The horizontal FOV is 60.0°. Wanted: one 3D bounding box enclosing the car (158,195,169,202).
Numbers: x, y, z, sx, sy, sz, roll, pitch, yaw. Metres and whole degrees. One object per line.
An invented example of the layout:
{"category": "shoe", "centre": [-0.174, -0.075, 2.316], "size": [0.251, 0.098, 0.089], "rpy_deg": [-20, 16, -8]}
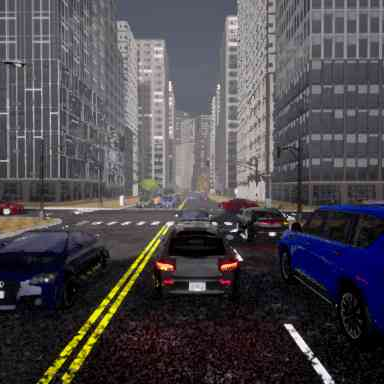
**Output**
{"category": "car", "centre": [-6.571, 1.467, 76.450], "size": [2.033, 1.411, 5.357], "rpy_deg": [0, 0, 0]}

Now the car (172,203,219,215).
{"category": "car", "centre": [0.086, 1.537, 17.514], "size": [2.033, 1.411, 5.357], "rpy_deg": [0, 0, 0]}

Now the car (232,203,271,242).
{"category": "car", "centre": [3.336, 1.495, 16.243], "size": [1.837, 1.490, 4.892], "rpy_deg": [0, 0, 0]}

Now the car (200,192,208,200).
{"category": "car", "centre": [3.168, 0.963, 89.589], "size": [2.150, 2.045, 5.566], "rpy_deg": [0, 0, 0]}

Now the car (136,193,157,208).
{"category": "car", "centre": [-6.671, 1.316, 47.803], "size": [2.097, 1.767, 4.553], "rpy_deg": [0, 0, 1]}

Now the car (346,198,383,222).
{"category": "car", "centre": [16.175, 1.518, 28.364], "size": [5.009, 1.841, 2.192], "rpy_deg": [1, 0, 1]}

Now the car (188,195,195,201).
{"category": "car", "centre": [-0.074, 1.461, 80.776], "size": [2.033, 1.411, 5.357], "rpy_deg": [0, 0, 0]}

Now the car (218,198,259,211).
{"category": "car", "centre": [5.167, 1.443, 37.384], "size": [1.882, 1.535, 5.008], "rpy_deg": [-2, 2, -44]}

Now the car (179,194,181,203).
{"category": "car", "centre": [-3.387, 1.500, 57.323], "size": [2.033, 1.411, 5.357], "rpy_deg": [0, 0, 0]}

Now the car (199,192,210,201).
{"category": "car", "centre": [3.178, 1.439, 79.559], "size": [1.812, 1.442, 4.674], "rpy_deg": [0, 0, 0]}

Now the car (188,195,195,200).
{"category": "car", "centre": [-0.083, 1.457, 90.673], "size": [1.994, 1.385, 4.181], "rpy_deg": [0, 0, 0]}

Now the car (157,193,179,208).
{"category": "car", "centre": [-3.389, 1.316, 47.851], "size": [2.097, 1.767, 4.553], "rpy_deg": [0, 0, 0]}

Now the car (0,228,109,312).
{"category": "car", "centre": [-3.317, 1.560, 7.652], "size": [1.994, 1.385, 4.181], "rpy_deg": [0, 0, 0]}

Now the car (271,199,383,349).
{"category": "car", "centre": [3.348, 1.218, 6.383], "size": [2.150, 2.045, 5.566], "rpy_deg": [0, 0, 0]}

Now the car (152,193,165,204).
{"category": "car", "centre": [-6.591, 1.163, 65.970], "size": [2.150, 2.045, 5.566], "rpy_deg": [0, 0, 1]}

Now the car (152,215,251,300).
{"category": "car", "centre": [0.092, 1.521, 8.240], "size": [1.812, 1.442, 4.674], "rpy_deg": [0, 0, 0]}

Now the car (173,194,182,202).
{"category": "car", "centre": [-3.321, 1.281, 77.348], "size": [2.097, 1.767, 4.553], "rpy_deg": [0, 0, 0]}

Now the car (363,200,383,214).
{"category": "car", "centre": [21.776, 1.642, 36.656], "size": [4.829, 1.417, 1.752], "rpy_deg": [1, 0, 1]}

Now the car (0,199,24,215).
{"category": "car", "centre": [-18.546, 1.328, 31.481], "size": [5.008, 1.535, 1.882], "rpy_deg": [1, 1, 1]}
